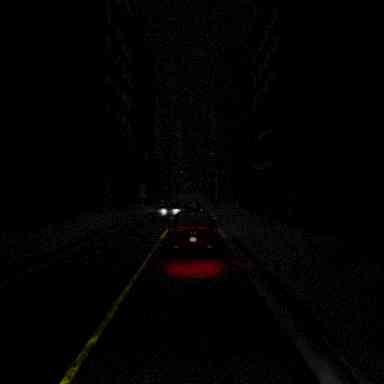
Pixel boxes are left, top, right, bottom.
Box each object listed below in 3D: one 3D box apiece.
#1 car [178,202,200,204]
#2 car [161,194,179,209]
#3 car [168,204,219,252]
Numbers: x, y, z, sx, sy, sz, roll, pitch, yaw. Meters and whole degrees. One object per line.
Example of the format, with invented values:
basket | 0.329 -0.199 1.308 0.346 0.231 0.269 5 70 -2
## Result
car | 0.055 1.543 28.593 1.812 1.442 4.674 0 0 1
car | -3.024 1.260 46.911 2.150 2.045 5.566 0 0 0
car | 0.055 1.485 14.060 1.882 1.535 5.008 0 0 0
